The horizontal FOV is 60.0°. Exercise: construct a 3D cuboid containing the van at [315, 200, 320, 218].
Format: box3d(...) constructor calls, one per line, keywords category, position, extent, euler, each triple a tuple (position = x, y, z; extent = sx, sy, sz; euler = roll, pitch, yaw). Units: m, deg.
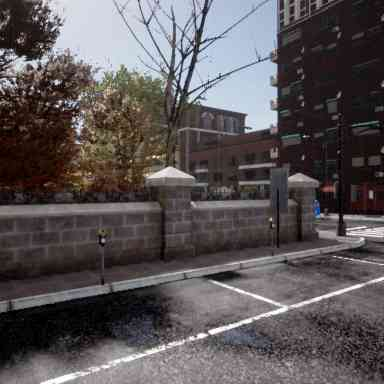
box3d(category="van", position=(10.496, 1.647, 32.597), extent=(1.690, 1.788, 3.998), euler=(-1, 0, -36))
